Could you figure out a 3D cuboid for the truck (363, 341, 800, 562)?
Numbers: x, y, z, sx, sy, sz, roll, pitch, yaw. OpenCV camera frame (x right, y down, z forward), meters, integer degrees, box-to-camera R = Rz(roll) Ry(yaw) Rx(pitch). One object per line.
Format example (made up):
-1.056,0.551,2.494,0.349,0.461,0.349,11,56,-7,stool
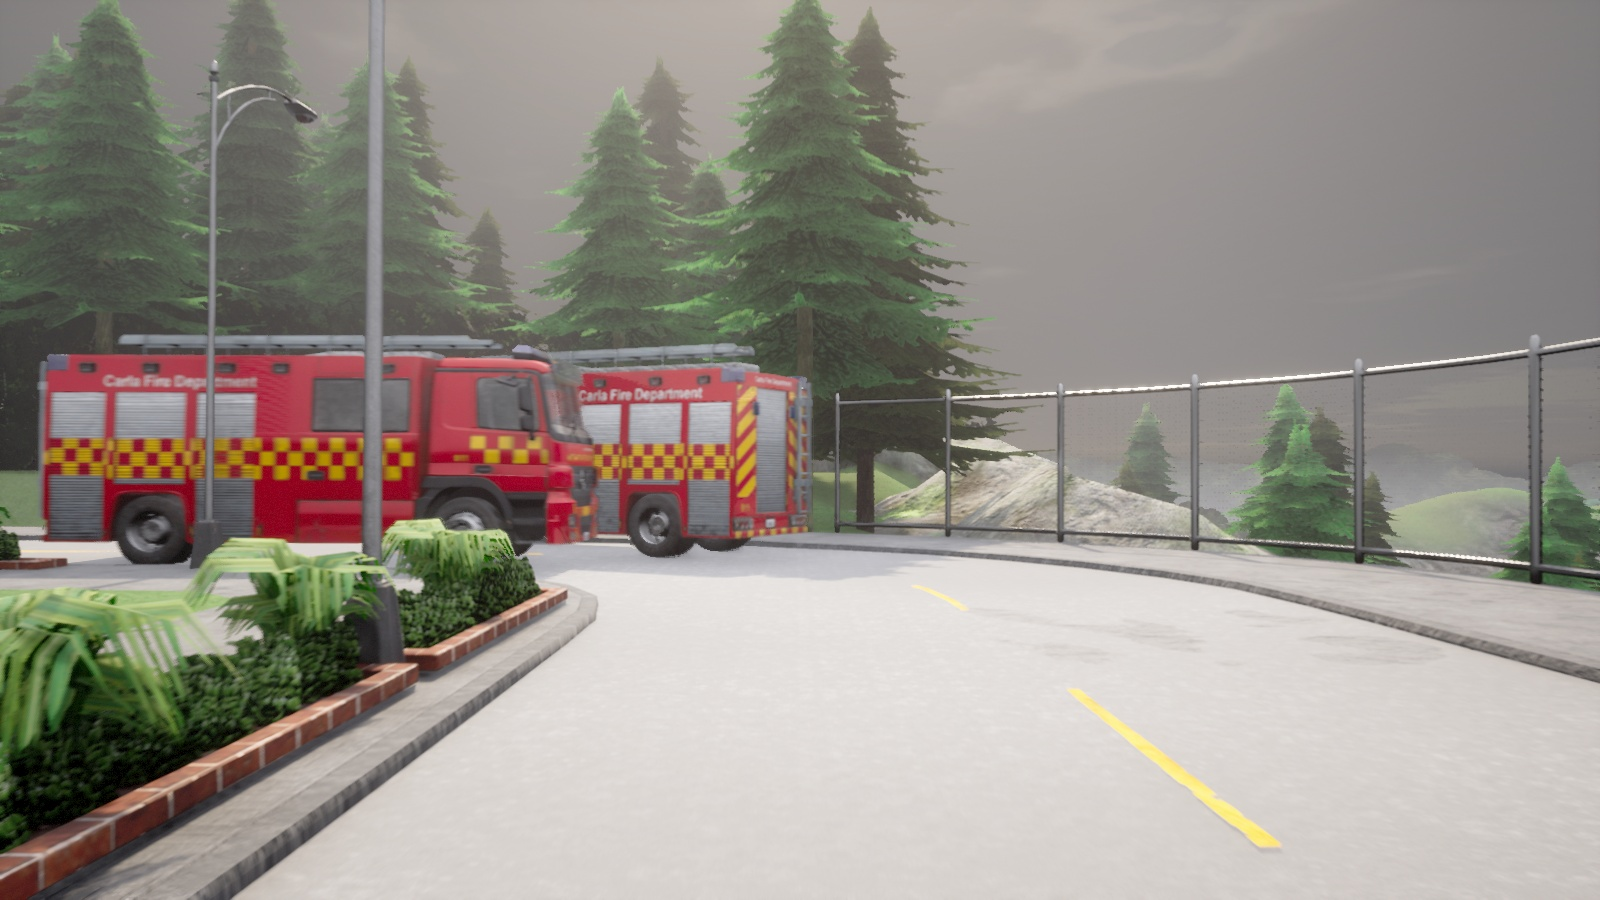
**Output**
-4.440,0.086,24.925,8.468,3.827,2.891,-1,-1,27,truck

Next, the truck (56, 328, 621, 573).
-7.474,0.036,21.208,8.468,3.827,2.891,0,-1,1,truck
